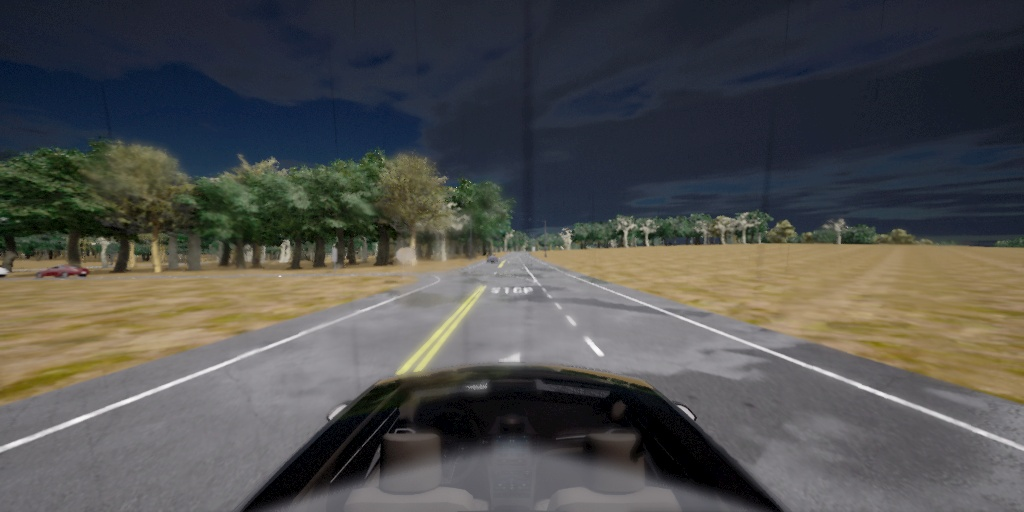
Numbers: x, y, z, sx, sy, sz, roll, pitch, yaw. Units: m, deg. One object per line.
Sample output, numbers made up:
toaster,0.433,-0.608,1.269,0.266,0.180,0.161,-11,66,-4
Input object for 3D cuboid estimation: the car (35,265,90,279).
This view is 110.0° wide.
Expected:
car,-49.229,1.708,39.365,4.674,1.442,1.812,-1,-1,1

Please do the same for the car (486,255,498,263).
car,-3.401,0.556,62.977,1.994,1.385,4.181,0,1,0
